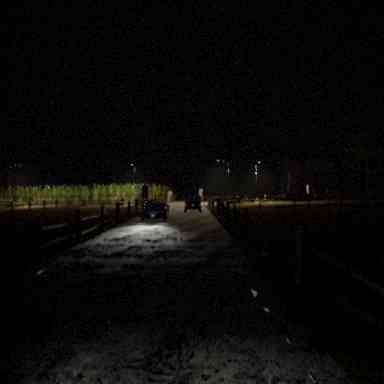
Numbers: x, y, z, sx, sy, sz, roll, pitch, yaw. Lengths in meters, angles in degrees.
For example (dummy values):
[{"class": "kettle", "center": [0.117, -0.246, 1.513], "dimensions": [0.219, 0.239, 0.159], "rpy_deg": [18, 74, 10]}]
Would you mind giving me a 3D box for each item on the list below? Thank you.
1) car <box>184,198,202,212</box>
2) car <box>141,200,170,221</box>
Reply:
[{"class": "car", "center": [0.090, 1.384, 36.288], "dimensions": [2.033, 1.411, 5.357], "rpy_deg": [0, 0, 0]}, {"class": "car", "center": [-2.757, 1.378, 25.740], "dimensions": [2.128, 1.511, 4.902], "rpy_deg": [0, 0, 0]}]
